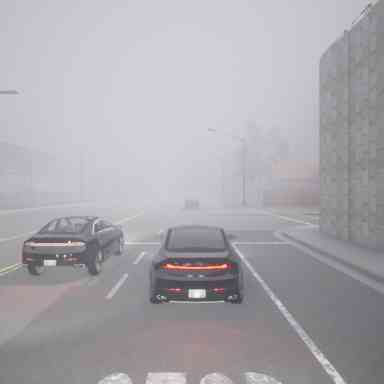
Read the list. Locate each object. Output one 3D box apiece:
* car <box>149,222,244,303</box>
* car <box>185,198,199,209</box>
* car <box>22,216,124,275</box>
[{"bbox_3d":[0.082,1.505,8.161,1.837,1.490,4.892,0,0,0],"label":"car"},{"bbox_3d":[-0.004,1.492,44.158,2.128,1.511,4.902,0,0,0],"label":"car"},{"bbox_3d":[-3.424,1.492,10.431,2.128,1.511,4.902,0,0,0],"label":"car"}]
